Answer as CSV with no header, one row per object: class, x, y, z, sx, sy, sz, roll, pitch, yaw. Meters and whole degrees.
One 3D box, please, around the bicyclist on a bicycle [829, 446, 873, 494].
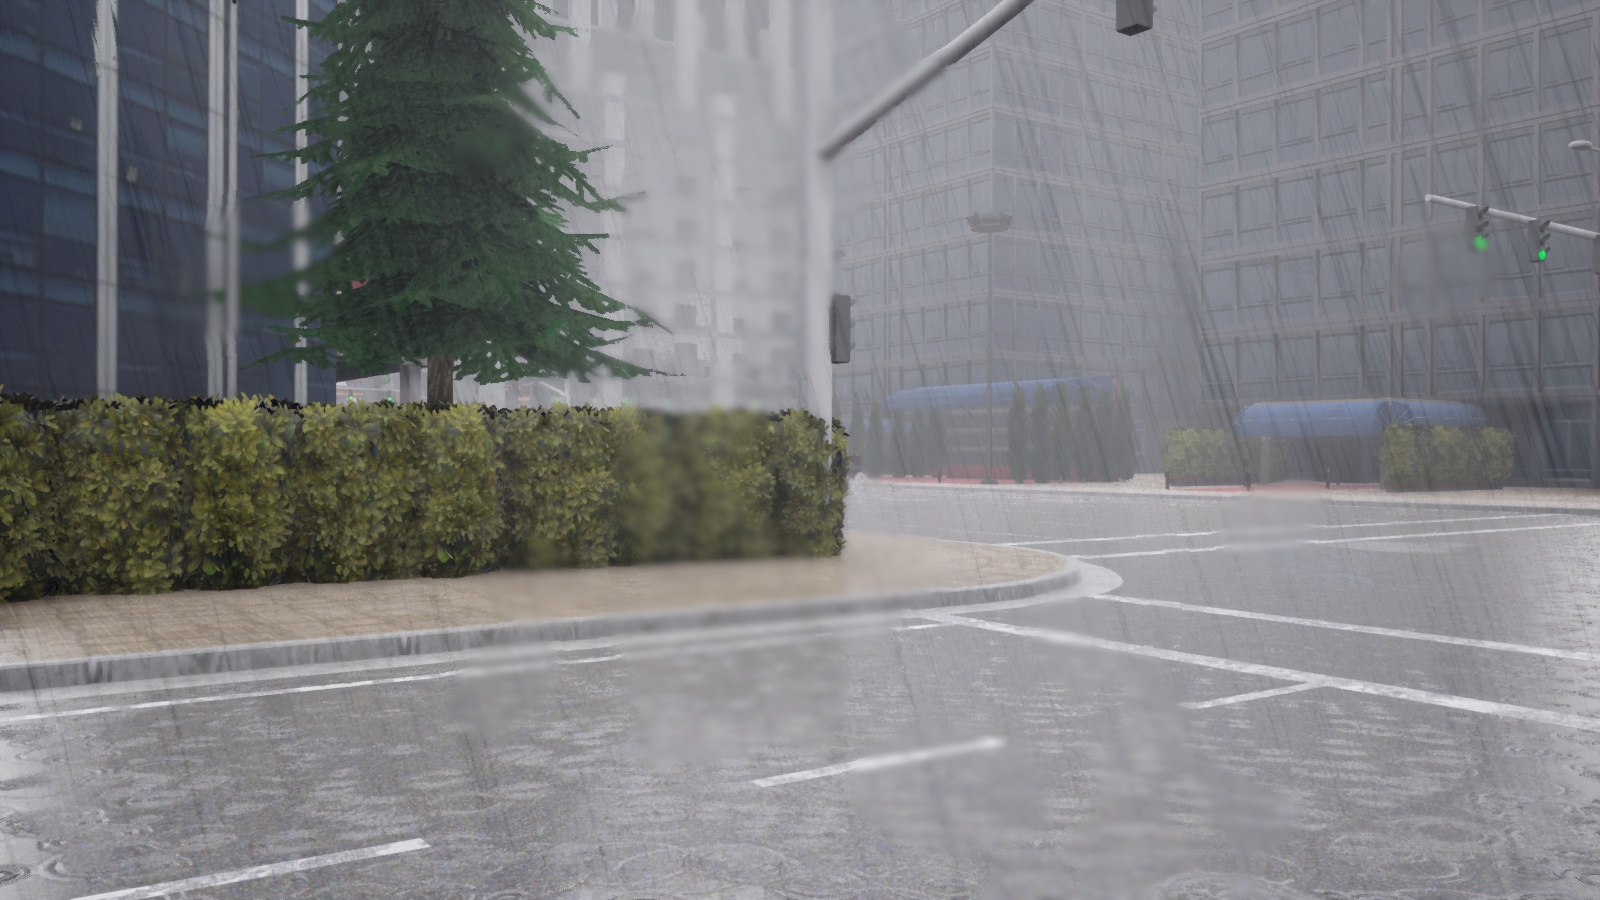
bicyclist on a bicycle,1.909,0.726,47.001,0.659,1.776,1.843,0,0,-35
